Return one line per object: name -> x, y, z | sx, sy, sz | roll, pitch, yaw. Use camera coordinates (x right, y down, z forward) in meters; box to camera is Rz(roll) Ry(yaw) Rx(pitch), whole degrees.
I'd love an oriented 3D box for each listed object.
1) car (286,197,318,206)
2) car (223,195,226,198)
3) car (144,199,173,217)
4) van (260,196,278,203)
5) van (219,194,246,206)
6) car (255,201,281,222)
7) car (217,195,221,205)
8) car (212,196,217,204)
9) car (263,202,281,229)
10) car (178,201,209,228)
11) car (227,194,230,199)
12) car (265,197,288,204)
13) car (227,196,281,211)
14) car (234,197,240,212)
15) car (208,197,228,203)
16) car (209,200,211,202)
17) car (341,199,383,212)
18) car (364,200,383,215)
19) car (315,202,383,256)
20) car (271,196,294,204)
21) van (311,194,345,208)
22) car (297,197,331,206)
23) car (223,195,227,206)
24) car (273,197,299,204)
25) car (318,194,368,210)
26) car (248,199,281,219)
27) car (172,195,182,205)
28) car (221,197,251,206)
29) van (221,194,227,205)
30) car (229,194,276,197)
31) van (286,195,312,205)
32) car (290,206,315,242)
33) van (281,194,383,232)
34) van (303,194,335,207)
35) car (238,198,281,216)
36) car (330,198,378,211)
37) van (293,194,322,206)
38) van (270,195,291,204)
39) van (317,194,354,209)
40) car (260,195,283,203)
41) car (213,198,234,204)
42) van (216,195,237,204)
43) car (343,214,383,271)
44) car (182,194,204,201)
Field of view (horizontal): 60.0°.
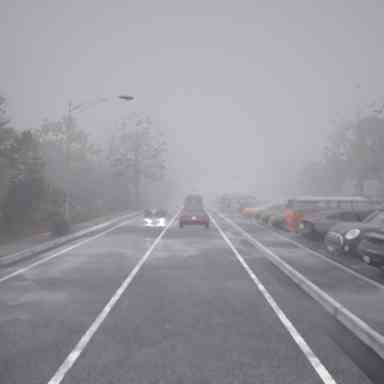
car -> 20.167, 1.695, 61.134 | 5.366, 1.575, 1.946 | 0, -1, 0
car -> 7.194, 1.596, 47.520 | 4.674, 1.452, 2.002 | 0, 0, 0
car -> -3.277, 1.509, 30.961 | 2.128, 1.511, 4.902 | 0, 0, 0
van -> 20.632, 2.008, 88.953 | 4.442, 1.987, 1.878 | 0, -1, 0
van -> 7.140, 1.430, 58.609 | 4.442, 1.987, 1.878 | 0, -1, 0
car -> 7.015, 1.528, 22.535 | 4.792, 1.488, 2.163 | 0, 0, 0
car -> 7.252, 1.317, 53.073 | 5.566, 2.045, 2.435 | 0, 0, 0
car -> 7.327, 1.859, 69.707 | 5.008, 1.535, 2.097 | 0, -1, 0
car -> 6.999, 1.522, 19.759 | 4.792, 1.488, 2.163 | 0, 0, 0
car -> 0.138, 1.569, 22.456 | 1.994, 1.385, 4.181 | 0, 0, 0
car -> 7.127, 1.418, 41.968 | 4.553, 1.767, 2.185 | 0, 0, 0
car -> 20.459, 2.055, 80.523 | 4.892, 1.521, 2.231 | 0, -1, 0
car -> 6.940, 1.527, 36.417 | 5.366, 1.575, 1.946 | 0, 0, 0
car -> 7.103, 1.525, 33.639 | 4.892, 1.521, 2.231 | 0, 0, 0
car -> 7.267, 2.314, 91.897 | 5.366, 1.575, 1.946 | 0, -1, 0
car -> 7.359, 1.812, 80.814 | 5.566, 2.045, 2.435 | 0, -1, 0
car -> 20.219, 1.571, 38.994 | 4.674, 1.452, 2.002 | 0, 0, 0
car -> 20.192, 1.558, 33.579 | 4.674, 1.452, 2.002 | 0, 0, 0
car -> 7.010, 1.350, 11.433 | 4.553, 1.767, 2.185 | 0, 0, 0
car -> 20.401, 1.827, 74.986 | 4.553, 1.767, 2.185 | 0, -1, 0
van -> 20.403, 1.330, 50.075 | 4.442, 1.987, 1.878 | 0, 0, 0
car -> 20.324, 1.596, 55.596 | 5.008, 1.535, 2.097 | 0, -1, 0
car -> 7.169, 1.549, 44.744 | 5.008, 1.535, 2.097 | 0, 0, 0
car -> 20.412, 1.904, 72.339 | 5.008, 1.535, 2.097 | 0, -1, 0
car -> 20.226, 1.293, 44.660 | 5.566, 2.045, 2.435 | 0, 0, 0
car -> 7.032, 1.534, 25.311 | 4.792, 1.488, 2.163 | 0, 0, 0
car -> -2.992, 1.629, 71.391 | 2.150, 2.045, 5.566 | 0, -1, 0
car -> 7.269, 1.634, 55.822 | 4.792, 1.488, 2.163 | 0, -1, 0
van -> 7.091, 1.337, 50.297 | 4.442, 1.987, 1.878 | 0, 0, 0
car -> 7.111, 1.411, 39.192 | 4.553, 1.767, 2.185 | 0, 0, 0
van -> 20.485, 1.523, 63.907 | 4.442, 1.987, 1.878 | 0, -1, 0
car -> 7.025, 1.509, 14.206 | 4.792, 1.488, 2.163 | 0, 0, 0
van -> 7.128, 1.260, 16.983 | 4.442, 1.987, 1.878 | 0, 0, 0
van -> 20.187, 1.337, 52.979 | 4.442, 1.987, 1.878 | 0, -1, 0
car -> 6.892, 1.508, 28.088 | 5.366, 1.575, 1.946 | 0, 0, 0
car -> 20.232, 1.537, 41.765 | 5.008, 1.535, 2.097 | 0, 0, 0
van -> 20.218, 1.421, 58.370 | 4.442, 1.987, 1.878 | 0, -1, 0
van -> 20.566, 1.777, 77.756 | 4.442, 1.987, 1.878 | 0, -1, 0
van -> 20.387, 1.324, 47.430 | 4.442, 1.987, 1.878 | 0, 0, 0
car -> 20.526, 1.912, 86.063 | 5.566, 2.045, 2.435 | 0, -1, 0
car -> 7.400, 2.042, 78.033 | 4.792, 1.488, 2.163 | 0, -1, 0
van -> 7.455, 1.685, 72.486 | 4.442, 1.987, 1.878 | 0, -1, 0
car -> 6.957, 1.476, 8.654 | 4.892, 1.521, 2.231 | 0, 0, 0
car -> 0.208, 1.271, 40.192 | 2.150, 2.045, 5.566 | 0, 0, 0
